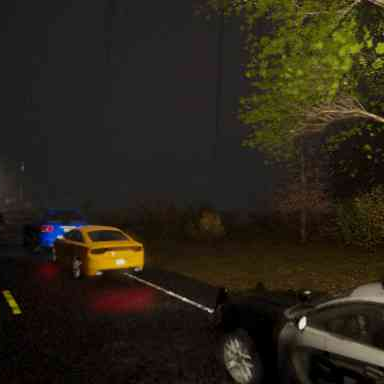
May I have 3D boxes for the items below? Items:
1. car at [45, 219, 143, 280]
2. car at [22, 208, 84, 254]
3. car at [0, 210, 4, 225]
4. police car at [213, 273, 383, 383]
[{"bbox_3d":[-3.465,1.918,11.596,1.882,1.535,5.008,3,-3,-35],"label":"car"},{"bbox_3d":[-6.909,1.806,16.552,2.150,2.045,5.566,3,-3,-35],"label":"car"},{"bbox_3d":[-20.642,2.572,34.464,1.837,1.490,4.892,3,-3,-34],"label":"car"},{"bbox_3d":[2.194,1.634,3.488,1.930,1.638,5.238,3,-3,-35],"label":"police car"}]
